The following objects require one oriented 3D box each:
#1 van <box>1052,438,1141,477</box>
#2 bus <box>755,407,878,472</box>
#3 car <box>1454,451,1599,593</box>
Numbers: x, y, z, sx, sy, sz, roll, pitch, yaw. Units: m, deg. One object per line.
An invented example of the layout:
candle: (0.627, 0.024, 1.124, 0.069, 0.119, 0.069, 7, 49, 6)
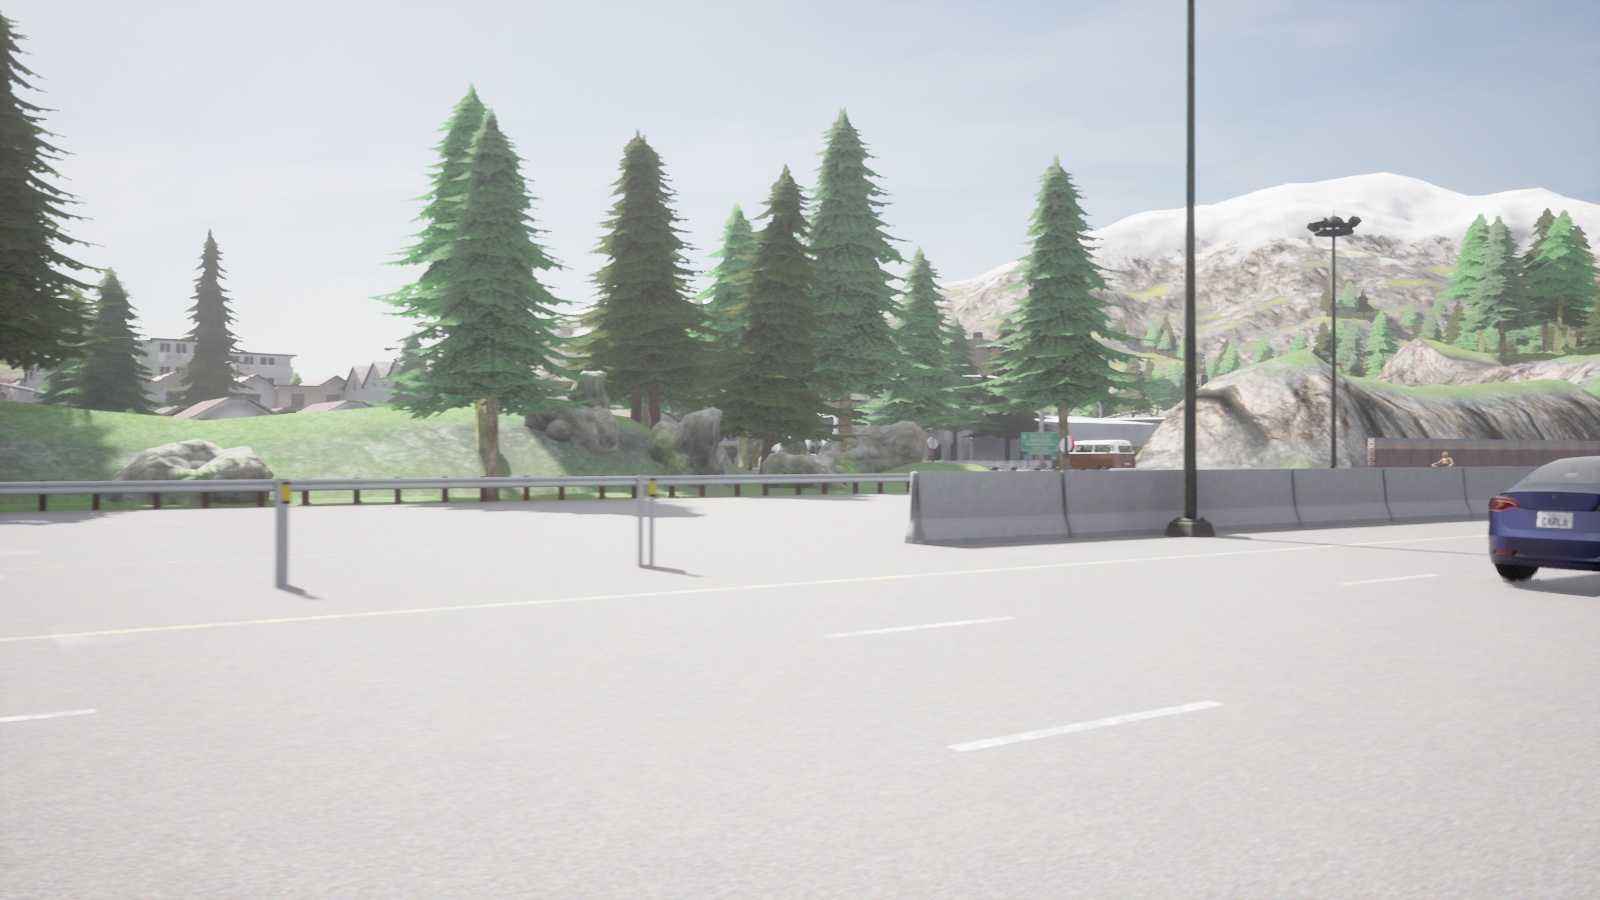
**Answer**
van: (16.144, 0.406, 68.654, 2.069, 2.038, 4.480, 0, 0, -35)
bus: (1.018, -0.612, 88.681, 3.944, 4.253, 10.273, 0, -1, -30)
car: (10.136, 0.760, 14.977, 4.792, 1.488, 2.163, 0, 0, -35)
